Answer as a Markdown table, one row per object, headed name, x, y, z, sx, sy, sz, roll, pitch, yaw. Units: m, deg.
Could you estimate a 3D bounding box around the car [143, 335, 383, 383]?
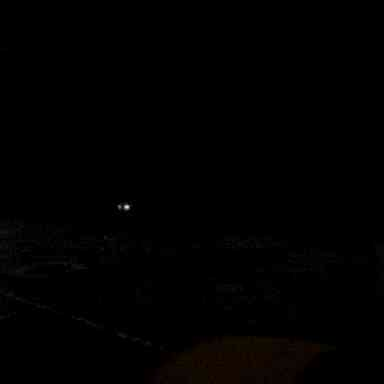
| name | x | y | z | sx | sy | sz | roll | pitch | yaw |
| --- | --- | --- | --- | --- | --- | --- | --- | --- | --- |
| car | 1.676 | 1.523 | 1.887 | 4.829 | 1.417 | 1.752 | 0 | 0 | 36 |
